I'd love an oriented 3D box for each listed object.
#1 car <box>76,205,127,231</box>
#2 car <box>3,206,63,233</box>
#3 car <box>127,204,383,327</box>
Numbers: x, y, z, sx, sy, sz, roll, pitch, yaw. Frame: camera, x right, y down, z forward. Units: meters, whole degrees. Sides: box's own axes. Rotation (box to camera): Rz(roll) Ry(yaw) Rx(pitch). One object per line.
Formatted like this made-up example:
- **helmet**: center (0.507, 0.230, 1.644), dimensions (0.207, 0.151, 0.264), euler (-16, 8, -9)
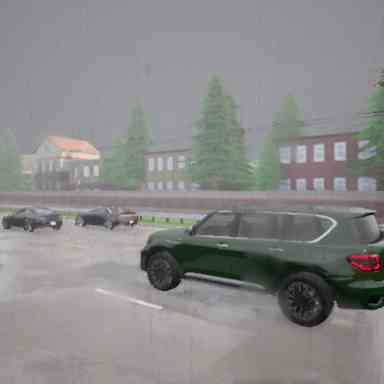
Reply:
- **car**: center (-5.581, 1.612, 21.553), dimensions (4.902, 1.511, 2.128), euler (0, -1, 38)
- **car**: center (-9.716, 1.606, 20.300), dimensions (4.674, 1.442, 1.812), euler (0, -1, 37)
- **car**: center (1.317, 1.290, 7.431), dimensions (5.566, 2.045, 2.150), euler (0, -1, 38)
